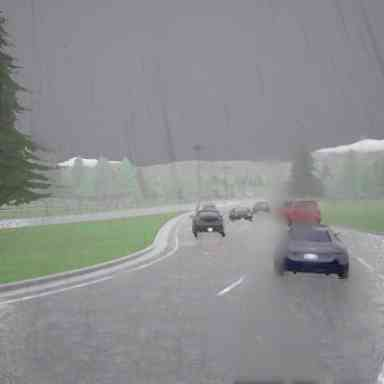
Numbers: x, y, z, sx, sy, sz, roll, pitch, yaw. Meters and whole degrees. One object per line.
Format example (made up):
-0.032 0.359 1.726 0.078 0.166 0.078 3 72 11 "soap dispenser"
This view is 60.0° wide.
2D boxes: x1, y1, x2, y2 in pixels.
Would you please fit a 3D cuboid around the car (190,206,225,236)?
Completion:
0.974 1.881 21.041 1.837 1.490 4.892 -1 -1 -1 "car"

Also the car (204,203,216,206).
2.543 2.315 46.919 2.128 1.511 4.902 -1 -1 7 "car"

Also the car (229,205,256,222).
4.612 2.125 31.838 1.895 1.301 4.718 -1 -1 3 "car"

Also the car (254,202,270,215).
9.192 2.030 43.630 2.097 1.767 4.553 -1 -1 6 "car"

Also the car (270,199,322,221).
7.952 1.585 25.335 2.150 2.045 5.566 -1 -1 0 "car"

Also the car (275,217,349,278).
3.813 1.717 10.774 1.994 1.385 4.181 -1 -1 19 "car"
